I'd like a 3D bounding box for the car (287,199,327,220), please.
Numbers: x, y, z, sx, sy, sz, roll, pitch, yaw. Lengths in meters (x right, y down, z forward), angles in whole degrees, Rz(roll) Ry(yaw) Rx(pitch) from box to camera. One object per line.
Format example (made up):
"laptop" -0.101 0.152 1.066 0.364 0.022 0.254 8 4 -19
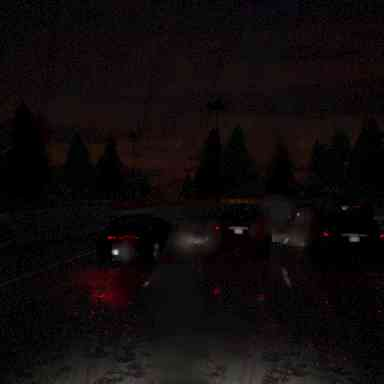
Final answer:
"car" 10.241 1.657 29.038 1.837 1.490 4.892 -1 0 38

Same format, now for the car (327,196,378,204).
"car" 13.412 1.370 27.562 2.150 2.045 5.566 -1 0 39

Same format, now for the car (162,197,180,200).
"car" -5.771 2.063 91.867 1.895 1.301 4.718 0 0 18

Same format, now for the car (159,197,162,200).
"car" -8.872 2.027 93.604 1.994 1.385 4.181 0 0 18

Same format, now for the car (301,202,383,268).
"car" 5.274 1.418 11.826 2.097 1.767 4.553 0 0 14

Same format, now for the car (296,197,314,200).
"car" 21.448 1.696 58.715 5.008 1.535 1.882 0 0 -22

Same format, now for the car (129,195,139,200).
"car" -12.952 1.618 78.227 2.150 2.045 5.566 0 0 11

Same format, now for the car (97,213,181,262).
"car" -1.769 1.570 12.498 1.837 1.490 4.892 -1 0 13

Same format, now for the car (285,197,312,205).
"car" 21.240 1.763 66.207 4.902 1.511 2.128 0 0 -21

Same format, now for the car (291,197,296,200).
"car" 21.312 1.829 62.499 4.718 1.301 1.895 0 0 -20

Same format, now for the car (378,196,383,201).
"car" 37.000 1.673 62.940 4.718 1.301 1.895 -1 0 -8

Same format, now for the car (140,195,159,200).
"car" -9.738 1.886 76.472 1.837 1.490 4.892 0 0 11

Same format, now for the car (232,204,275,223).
"car" 5.341 1.745 28.383 1.895 1.301 4.718 0 0 34

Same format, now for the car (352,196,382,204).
"car" 36.874 1.644 69.970 5.357 1.411 2.033 -1 0 -8

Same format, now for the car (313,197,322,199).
"car" 23.194 1.720 55.656 4.674 1.442 1.812 -1 0 -22

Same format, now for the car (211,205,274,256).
"car" 2.196 1.424 13.732 2.097 1.767 4.553 0 0 15

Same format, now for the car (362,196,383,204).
"car" 36.942 1.569 66.456 5.008 1.535 1.882 -1 0 -8
